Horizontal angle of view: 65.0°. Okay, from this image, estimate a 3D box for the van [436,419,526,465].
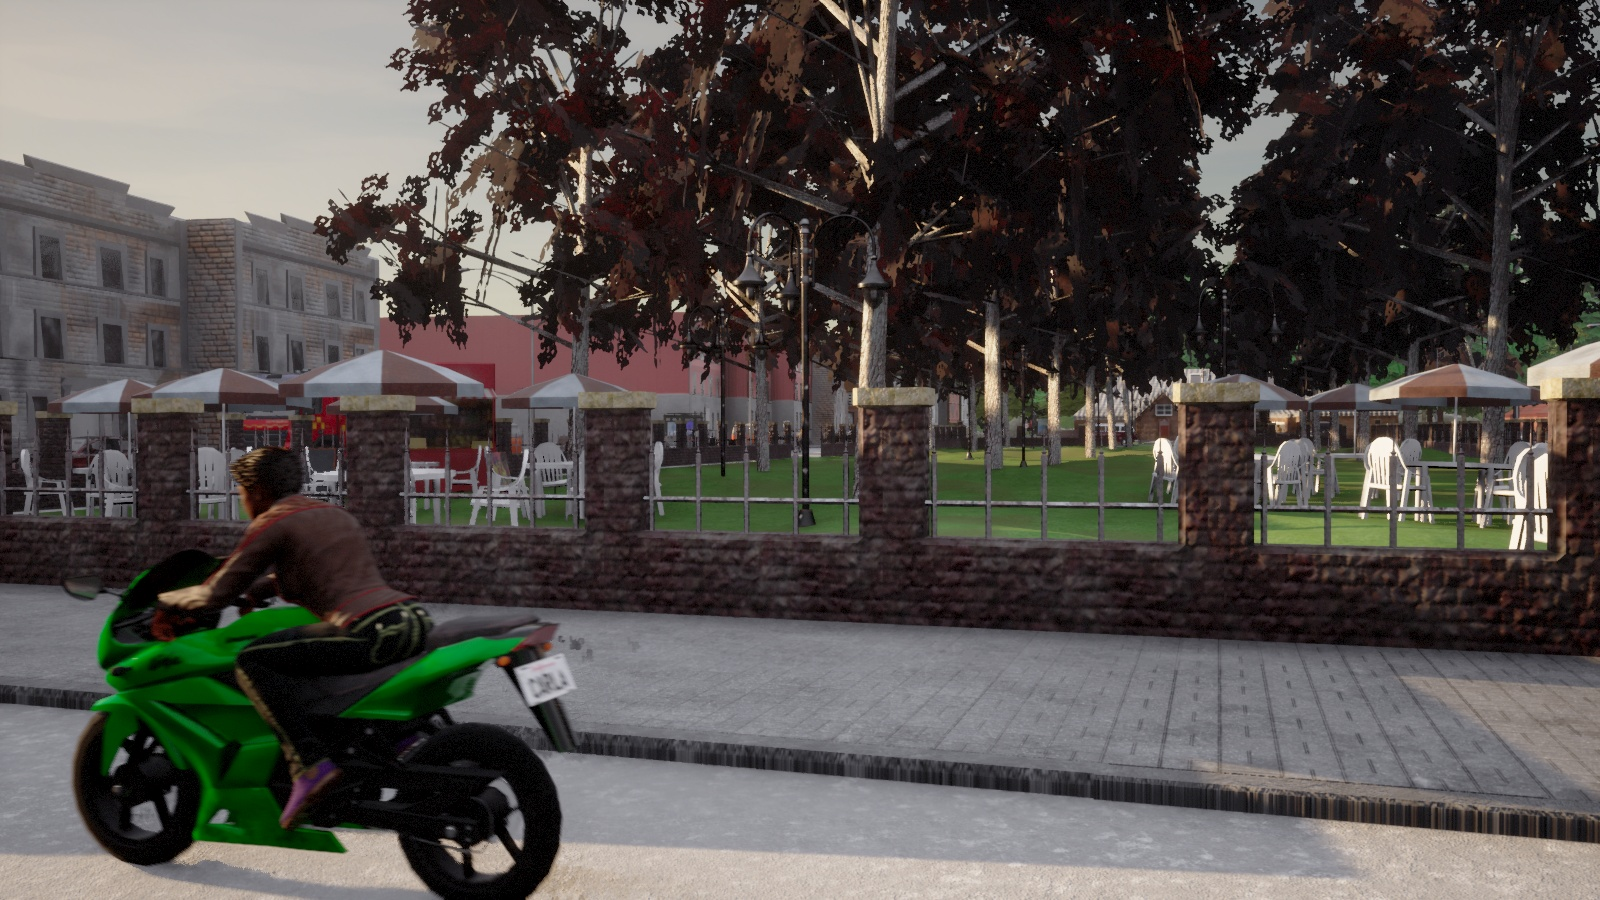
[{"bbox_3d":[-14.172,-0.370,55.991,1.775,1.987,4.442,1,1,18],"label":"van"}]

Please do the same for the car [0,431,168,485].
[{"bbox_3d":[-20.693,0.180,36.370,1.816,1.474,4.193,1,1,18],"label":"car"}]

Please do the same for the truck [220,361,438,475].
[{"bbox_3d":[-17.227,-1.152,46.772,2.891,3.827,8.468,1,1,18],"label":"truck"}]

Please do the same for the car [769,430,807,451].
[{"bbox_3d":[-0.900,-0.732,95.798,1.789,1.549,3.705,1,1,18],"label":"car"}]

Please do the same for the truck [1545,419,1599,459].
[{"bbox_3d":[50.557,-0.768,81.611,2.627,2.467,5.204,1,2,18],"label":"truck"}]

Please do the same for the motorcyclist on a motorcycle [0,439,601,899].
[{"bbox_3d":[-1.788,0.733,4.308,2.044,1.523,0.797,1,1,18],"label":"motorcyclist on a motorcycle"}]

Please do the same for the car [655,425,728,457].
[{"bbox_3d":[-5.846,-0.511,68.335,2.152,1.651,5.027,1,1,19],"label":"car"}]
